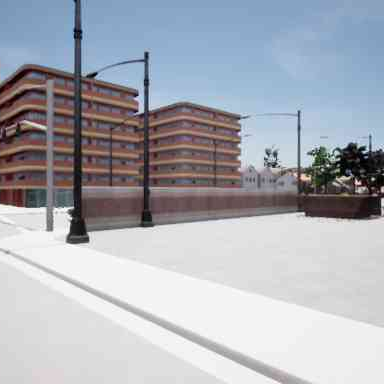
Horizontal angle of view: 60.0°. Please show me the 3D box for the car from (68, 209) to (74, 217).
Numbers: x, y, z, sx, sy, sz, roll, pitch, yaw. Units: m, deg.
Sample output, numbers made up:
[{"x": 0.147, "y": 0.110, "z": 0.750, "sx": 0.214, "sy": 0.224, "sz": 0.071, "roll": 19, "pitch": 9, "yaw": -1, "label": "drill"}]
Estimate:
[{"x": -7.598, "y": 1.577, "z": 27.514, "sx": 4.718, "sy": 1.301, "sz": 1.895, "roll": 0, "pitch": 0, "yaw": -42, "label": "car"}]
